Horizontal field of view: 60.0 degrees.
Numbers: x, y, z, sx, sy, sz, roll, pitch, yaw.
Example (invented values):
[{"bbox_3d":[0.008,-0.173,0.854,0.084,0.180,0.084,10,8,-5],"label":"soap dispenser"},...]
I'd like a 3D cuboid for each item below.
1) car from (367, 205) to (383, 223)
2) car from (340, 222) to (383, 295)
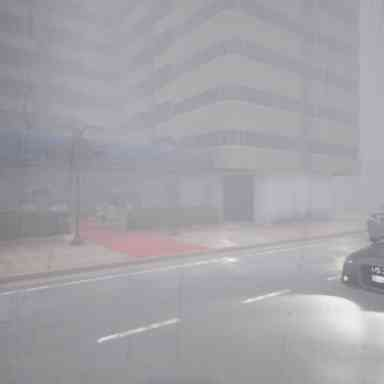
[{"bbox_3d":[10.527,1.192,15.680,5.566,2.045,2.150,0,0,-35],"label":"car"},{"bbox_3d":[5.352,1.557,7.795,4.181,1.385,1.994,0,0,-36],"label":"car"}]
